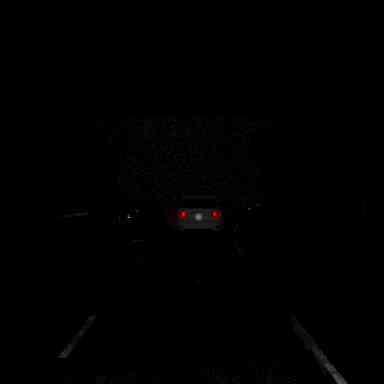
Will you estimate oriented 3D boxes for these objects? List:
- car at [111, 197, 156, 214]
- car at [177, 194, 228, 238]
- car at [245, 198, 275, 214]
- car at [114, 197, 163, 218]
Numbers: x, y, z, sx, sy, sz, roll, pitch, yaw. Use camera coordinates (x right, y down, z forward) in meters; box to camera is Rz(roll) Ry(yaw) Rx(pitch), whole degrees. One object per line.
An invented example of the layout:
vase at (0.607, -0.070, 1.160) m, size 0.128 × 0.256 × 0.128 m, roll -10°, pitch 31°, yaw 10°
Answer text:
car at (-5.754, 1.306, 33.578) m, size 1.882 × 1.535 × 5.008 m, roll 0°, pitch 0°, yaw 26°
car at (0.612, 1.134, 17.224) m, size 2.150 × 2.045 × 5.566 m, roll 0°, pitch 0°, yaw 7°
car at (7.143, 1.355, 33.519) m, size 1.812 × 1.442 × 4.674 m, roll -1°, pitch 0°, yaw 44°
car at (-4.186, 1.402, 28.499) m, size 2.033 × 1.411 × 5.357 m, roll 0°, pitch 0°, yaw 17°
